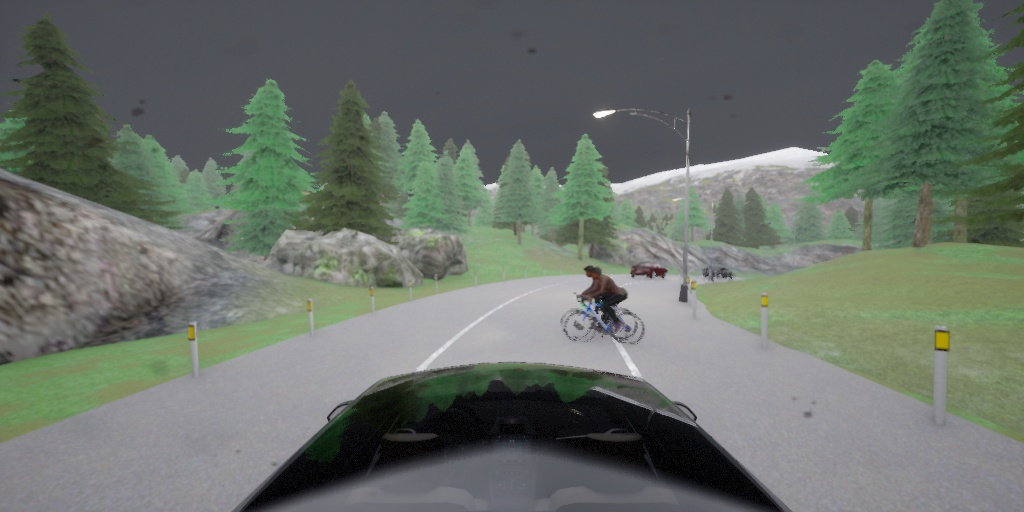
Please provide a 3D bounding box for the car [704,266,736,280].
[{"bbox_3d":[25.411,2.055,43.945,4.892,1.490,1.837,4,0,-31],"label":"car"}]

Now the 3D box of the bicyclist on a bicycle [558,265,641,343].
[{"bbox_3d":[1.886,1.026,7.872,1.656,1.620,0.582,-2,-1,9],"label":"bicyclist on a bicycle"}]

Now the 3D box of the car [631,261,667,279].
[{"bbox_3d":[12.866,1.291,33.460,1.882,1.535,5.008,3,0,42],"label":"car"}]

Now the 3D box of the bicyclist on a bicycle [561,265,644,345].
[{"bbox_3d":[1.926,1.055,7.529,1.656,1.620,0.582,0,-2,8],"label":"bicyclist on a bicycle"}]
